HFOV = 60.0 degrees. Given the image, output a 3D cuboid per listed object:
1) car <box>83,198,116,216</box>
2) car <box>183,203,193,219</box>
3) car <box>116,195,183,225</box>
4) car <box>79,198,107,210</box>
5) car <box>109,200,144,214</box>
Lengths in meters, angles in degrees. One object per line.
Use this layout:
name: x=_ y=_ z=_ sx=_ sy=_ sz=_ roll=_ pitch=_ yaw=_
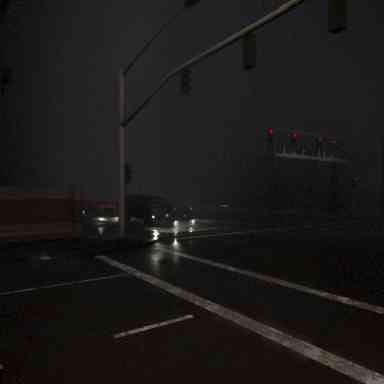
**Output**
car: x=-9.045 y=1.478 z=32.612 sx=1.882 sy=1.535 sz=5.008 roll=0 pitch=0 yaw=-36
car: x=-1.867 y=1.352 z=28.620 sx=2.097 sy=1.767 sz=4.553 roll=0 pitch=0 yaw=-36
car: x=-3.282 y=1.222 z=24.587 sx=2.150 sy=2.045 sz=5.566 roll=0 pitch=0 yaw=-36
car: x=-13.315 y=1.547 z=44.569 sx=2.033 sy=1.411 sz=5.357 roll=0 pitch=0 yaw=-36
car: x=-7.111 y=1.601 z=35.918 sx=1.895 sy=1.301 sz=4.718 roll=0 pitch=0 yaw=-36
